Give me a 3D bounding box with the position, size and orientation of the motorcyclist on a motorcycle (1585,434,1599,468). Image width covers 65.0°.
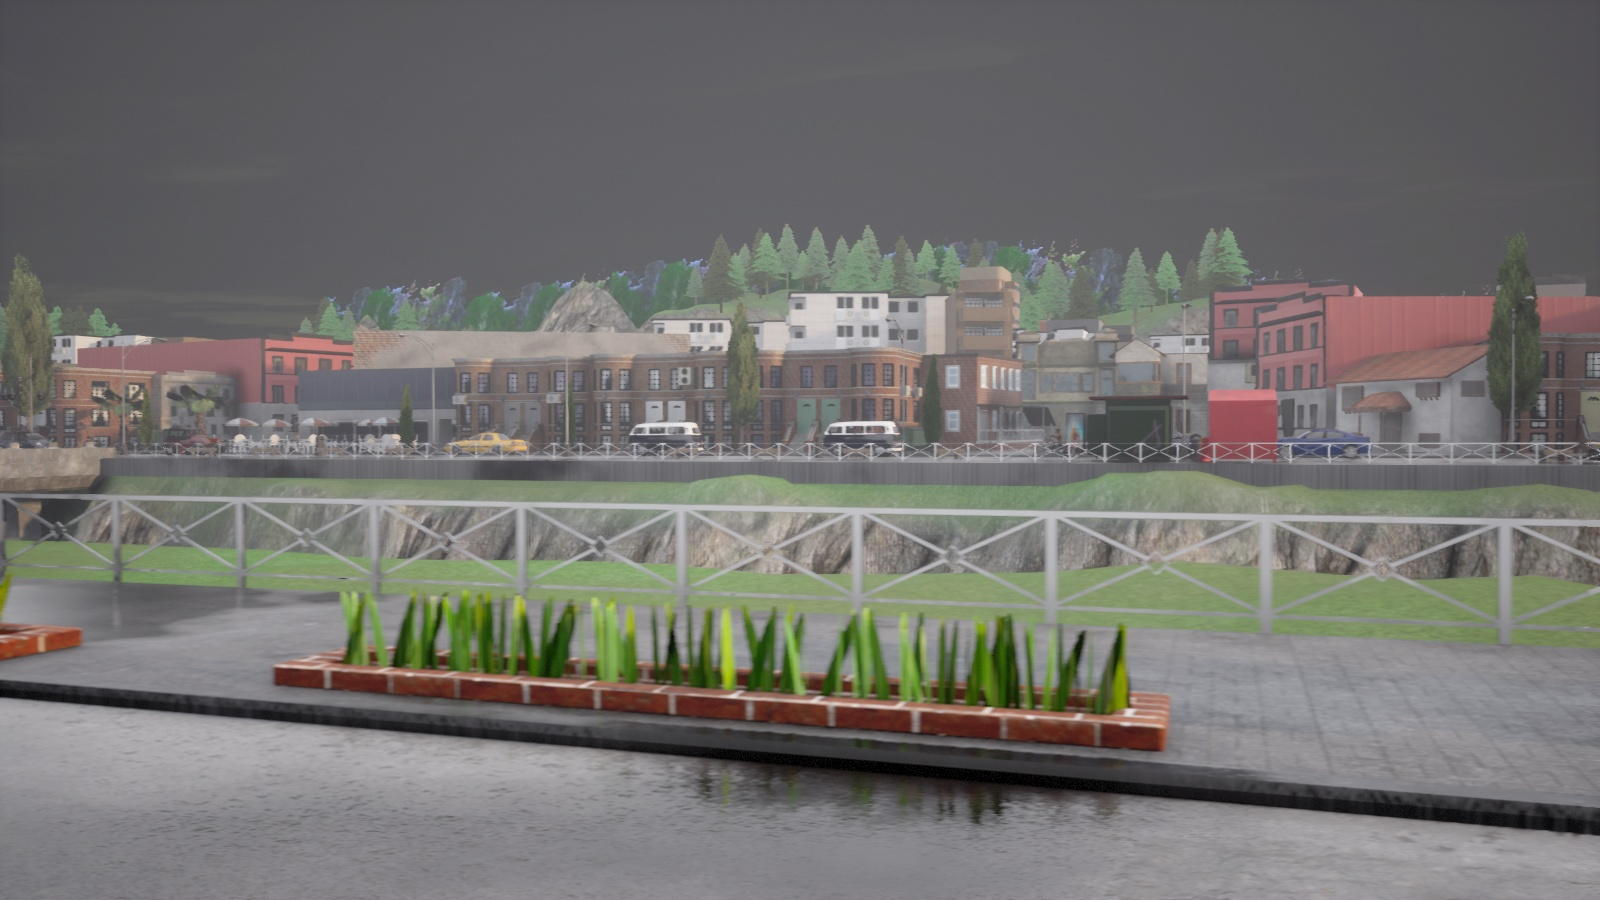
[{"bbox_3d":[36.617,0.042,56.503,2.044,1.523,0.797,1,1,19],"label":"motorcyclist on a motorcycle"}]

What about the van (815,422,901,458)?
[{"bbox_3d":[3.323,-0.589,71.909,4.480,2.038,2.069,1,1,19],"label":"van"}]

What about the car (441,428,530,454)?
[{"bbox_3d":[-19.986,-0.587,79.746,5.366,1.575,1.801,1,1,19],"label":"car"}]

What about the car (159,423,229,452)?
[{"bbox_3d":[-39.611,-0.842,82.122,3.866,1.878,1.905,1,1,19],"label":"car"}]

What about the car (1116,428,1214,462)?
[{"bbox_3d":[18.235,-0.264,62.680,4.611,1.667,2.242,1,1,19],"label":"car"}]

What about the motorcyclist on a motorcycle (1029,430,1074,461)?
[{"bbox_3d":[13.700,-0.267,68.424,2.350,1.649,0.766,0,1,19],"label":"motorcyclist on a motorcycle"}]

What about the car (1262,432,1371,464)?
[{"bbox_3d":[26.317,-0.125,64.185,5.008,1.535,1.882,1,1,19],"label":"car"}]

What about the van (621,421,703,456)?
[{"bbox_3d":[-8.303,-0.695,75.816,4.480,2.038,2.069,1,1,19],"label":"van"}]
